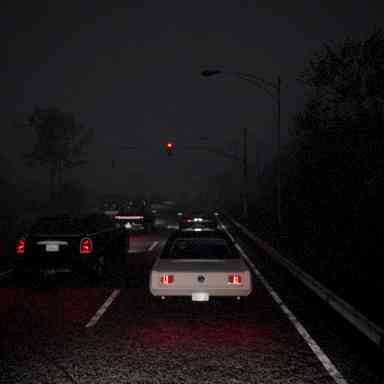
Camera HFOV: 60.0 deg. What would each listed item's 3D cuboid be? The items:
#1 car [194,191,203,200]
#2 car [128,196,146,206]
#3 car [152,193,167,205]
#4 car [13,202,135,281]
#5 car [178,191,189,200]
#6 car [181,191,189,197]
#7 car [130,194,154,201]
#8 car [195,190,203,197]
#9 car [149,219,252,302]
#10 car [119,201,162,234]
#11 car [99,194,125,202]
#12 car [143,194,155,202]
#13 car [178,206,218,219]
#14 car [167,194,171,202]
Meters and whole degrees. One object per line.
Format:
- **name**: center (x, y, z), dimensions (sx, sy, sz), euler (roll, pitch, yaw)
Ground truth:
- **car**: center (1.512, 1.039, 75.921), dimensions (2.128, 1.511, 4.902), euler (0, 3, 1)
- **car**: center (-9.492, 1.492, 57.555), dimensions (2.128, 1.511, 4.902), euler (0, 0, 1)
- **car**: center (-6.028, 1.220, 55.672), dimensions (2.150, 2.045, 5.566), euler (0, 0, 2)
- **car**: center (-3.295, 1.352, 10.042), dimensions (2.097, 1.767, 4.553), euler (0, 0, 1)
- **car**: center (-1.987, 0.738, 76.015), dimensions (2.150, 2.045, 5.566), euler (0, 3, 1)
- **car**: center (-1.751, 0.410, 86.449), dimensions (1.895, 1.301, 4.718), euler (0, 3, 1)
- **car**: center (-6.379, 1.352, 40.927), dimensions (2.097, 1.767, 4.553), euler (0, 0, 1)
- **car**: center (1.747, 0.369, 86.338), dimensions (1.994, 1.385, 4.181), euler (0, 3, 1)
- **car**: center (0.178, 1.601, 8.211), dimensions (1.895, 1.301, 4.718), euler (0, 0, 0)
- **car**: center (-3.187, 1.492, 19.053), dimensions (2.128, 1.511, 4.902), euler (0, 0, 0)
- **car**: center (-9.866, 1.221, 41.321), dimensions (2.150, 2.045, 5.566), euler (0, 0, 1)
- **car**: center (-9.110, 1.316, 70.636), dimensions (1.812, 1.442, 4.674), euler (0, 2, 1)
- **car**: center (0.319, 1.505, 17.464), dimensions (1.837, 1.490, 4.892), euler (0, 0, 1)
- **car**: center (-5.596, 1.238, 71.213), dimensions (1.882, 1.535, 5.008), euler (0, 2, 1)
